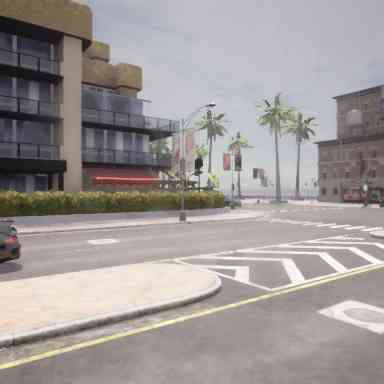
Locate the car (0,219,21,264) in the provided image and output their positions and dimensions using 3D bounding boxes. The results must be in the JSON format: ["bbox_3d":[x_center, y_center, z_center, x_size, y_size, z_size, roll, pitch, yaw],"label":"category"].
[{"bbox_3d":[-7.115,1.526,8.738,4.674,1.442,1.812,0,0,-37],"label":"car"}]

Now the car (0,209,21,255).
[{"bbox_3d":[-8.930,1.492,11.751,4.902,1.511,2.128,0,0,-35],"label":"car"}]

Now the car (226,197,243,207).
[{"bbox_3d":[5.739,1.504,51.571,1.837,1.490,4.892,0,0,-35],"label":"car"}]
